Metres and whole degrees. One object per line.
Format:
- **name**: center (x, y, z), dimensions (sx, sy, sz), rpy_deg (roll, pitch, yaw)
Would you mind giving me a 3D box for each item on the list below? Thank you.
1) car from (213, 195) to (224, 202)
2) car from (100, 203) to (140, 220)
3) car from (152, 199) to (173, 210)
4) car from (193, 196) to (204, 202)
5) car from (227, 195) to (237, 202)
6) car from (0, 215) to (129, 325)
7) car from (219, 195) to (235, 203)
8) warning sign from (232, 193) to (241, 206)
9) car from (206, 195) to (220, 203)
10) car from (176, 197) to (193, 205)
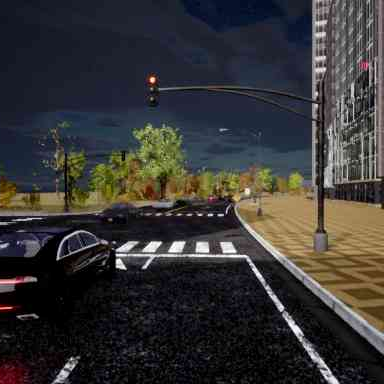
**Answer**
- **car**: center (6.379, 1.495, 80.528), dimensions (1.882, 1.535, 5.008), rpy_deg (0, 0, 14)
- **car**: center (-5.465, 1.546, 25.766), dimensions (2.033, 1.411, 5.357), rpy_deg (0, 0, 5)
- **car**: center (-3.721, 1.601, 42.836), dimensions (1.895, 1.301, 4.718), rpy_deg (0, 0, 7)
- **car**: center (1.401, 1.553, 73.092), dimensions (1.994, 1.385, 4.181), rpy_deg (0, 0, 11)
- **car**: center (9.673, 1.498, 80.337), dimensions (1.882, 1.535, 5.008), rpy_deg (0, 0, 14)
- **car**: center (-2.988, 1.491, 7.090), dimensions (2.128, 1.511, 4.902), rpy_deg (0, 0, 1)
- **car**: center (7.533, 1.493, 70.080), dimensions (1.882, 1.535, 5.008), rpy_deg (0, 0, 12)
- **warning sign**: center (6.491, 1.122, 48.186), dimensions (1.300, 1.860, 1.060), rpy_deg (0, 0, 8)
- **car**: center (4.416, 1.366, 71.136), dimensions (2.097, 1.767, 4.553), rpy_deg (0, 0, 12)
- **car**: center (-1.534, 1.605, 57.788), dimensions (1.895, 1.301, 4.718), rpy_deg (0, 0, 10)
